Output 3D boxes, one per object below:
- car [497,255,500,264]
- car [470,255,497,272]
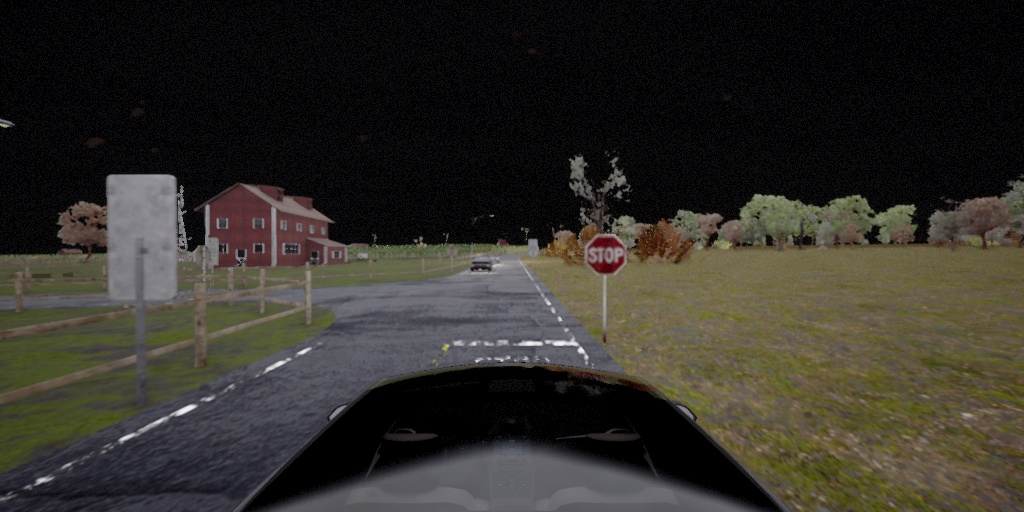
[{"bbox_3d":[-2.745,0.445,51.376,1.895,1.301,4.718,0,1,0],"label":"car"},{"bbox_3d":[-2.750,0.722,33.611,2.033,1.411,5.357,0,1,0],"label":"car"}]
